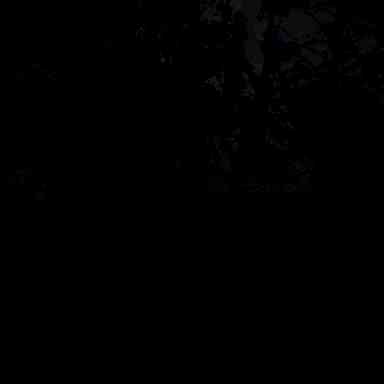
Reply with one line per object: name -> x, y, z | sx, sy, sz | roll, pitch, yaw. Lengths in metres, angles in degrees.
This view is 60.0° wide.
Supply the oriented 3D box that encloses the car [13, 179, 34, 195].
car -> -17.856, -0.644, 35.335 | 1.882, 1.535, 5.008 | 4, 4, -28
